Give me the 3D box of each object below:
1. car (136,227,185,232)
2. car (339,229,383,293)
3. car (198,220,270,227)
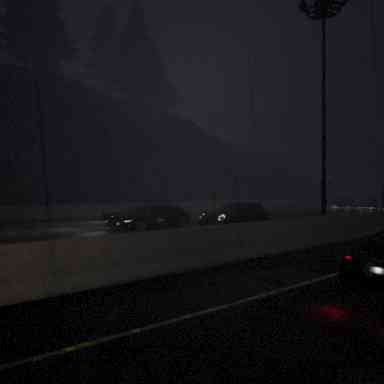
[{"bbox_3d":[-2.257,1.525,20.087,4.892,1.490,1.837,0,0,-39],"label":"car"},{"bbox_3d":[5.356,1.565,8.014,4.181,1.385,1.994,0,0,-38],"label":"car"},{"bbox_3d":[2.499,1.365,19.506,4.553,1.767,2.097,0,0,-40],"label":"car"}]
